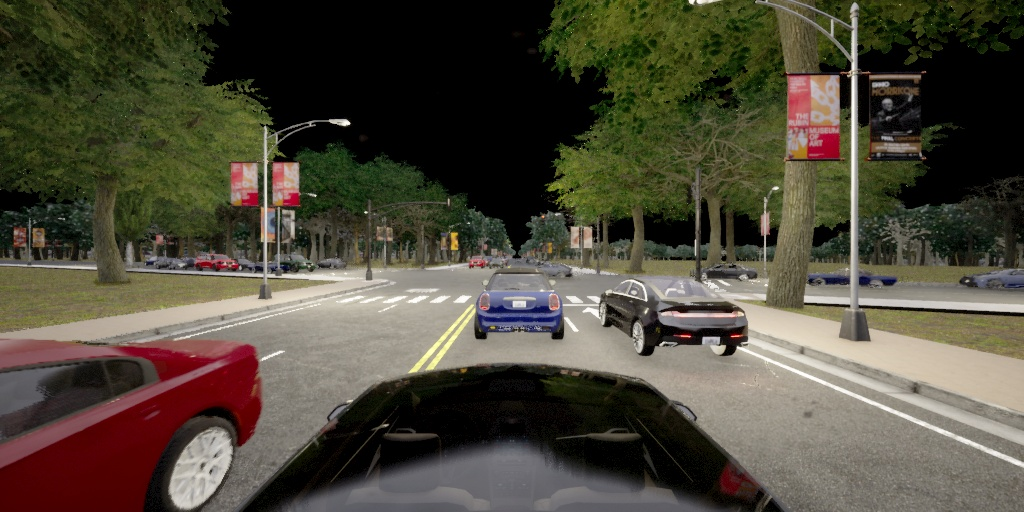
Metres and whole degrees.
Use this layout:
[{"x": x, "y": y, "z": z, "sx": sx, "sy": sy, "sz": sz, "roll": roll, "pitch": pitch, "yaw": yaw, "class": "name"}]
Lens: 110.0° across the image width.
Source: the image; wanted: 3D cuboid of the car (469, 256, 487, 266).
[{"x": -5.616, "y": 0.978, "z": 57.984, "sx": 2.150, "sy": 2.045, "sz": 5.566, "roll": 0, "pitch": 0, "yaw": 1, "class": "car"}]

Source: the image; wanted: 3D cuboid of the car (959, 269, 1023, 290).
[{"x": 32.420, "y": 1.506, "z": 23.282, "sx": 4.181, "sy": 1.385, "sz": 1.994, "roll": 0, "pitch": 0, "yaw": 24, "class": "car"}]

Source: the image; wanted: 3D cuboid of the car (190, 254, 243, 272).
[{"x": -35.091, "y": 0.796, "z": 42.535, "sx": 5.566, "sy": 2.045, "sz": 2.150, "roll": 0, "pitch": 0, "yaw": 24, "class": "car"}]

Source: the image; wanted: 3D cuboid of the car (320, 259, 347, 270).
[{"x": -24.735, "y": 1.098, "z": 48.784, "sx": 4.902, "sy": 1.511, "sz": 2.128, "roll": 0, "pitch": 0, "yaw": 24, "class": "car"}]

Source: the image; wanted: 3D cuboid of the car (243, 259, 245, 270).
[{"x": -34.693, "y": 1.074, "z": 45.925, "sx": 4.892, "sy": 1.490, "sz": 1.837, "roll": 0, "pitch": 0, "yaw": 24, "class": "car"}]

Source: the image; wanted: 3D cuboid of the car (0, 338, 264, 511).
[{"x": -3.373, "y": 1.227, "z": 1.391, "sx": 1.882, "sy": 1.535, "sz": 5.008, "roll": 0, "pitch": 0, "yaw": 1, "class": "car"}]

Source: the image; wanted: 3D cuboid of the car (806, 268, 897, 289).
[{"x": 22.364, "y": 1.490, "z": 24.211, "sx": 4.718, "sy": 1.301, "sz": 1.895, "roll": 0, "pitch": 0, "yaw": 24, "class": "car"}]

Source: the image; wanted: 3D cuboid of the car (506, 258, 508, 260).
[{"x": -2.194, "y": 1.359, "z": 64.907, "sx": 1.895, "sy": 1.301, "sz": 4.718, "roll": 0, "pitch": 0, "yaw": 1, "class": "car"}]

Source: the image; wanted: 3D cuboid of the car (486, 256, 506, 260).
[{"x": -2.387, "y": 1.108, "z": 55.916, "sx": 2.097, "sy": 1.767, "sz": 4.553, "roll": 0, "pitch": 0, "yaw": 1, "class": "car"}]

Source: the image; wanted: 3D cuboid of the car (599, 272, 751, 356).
[{"x": 3.430, "y": 1.242, "z": 8.582, "sx": 2.128, "sy": 1.511, "sz": 4.902, "roll": 0, "pitch": 0, "yaw": 0, "class": "car"}]

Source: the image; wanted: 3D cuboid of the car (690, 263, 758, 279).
[{"x": 17.551, "y": 1.356, "z": 29.919, "sx": 4.892, "sy": 1.490, "sz": 1.837, "roll": 0, "pitch": 0, "yaw": 24, "class": "car"}]

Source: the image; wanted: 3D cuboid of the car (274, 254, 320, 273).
[{"x": -25.532, "y": 0.840, "z": 41.835, "sx": 5.566, "sy": 2.045, "sz": 2.150, "roll": 0, "pitch": 0, "yaw": 24, "class": "car"}]

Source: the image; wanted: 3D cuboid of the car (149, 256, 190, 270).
[{"x": -44.284, "y": 1.020, "z": 46.655, "sx": 4.902, "sy": 1.511, "sz": 2.128, "roll": 0, "pitch": 0, "yaw": 24, "class": "car"}]

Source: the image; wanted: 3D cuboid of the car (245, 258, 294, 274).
[{"x": -26.025, "y": 1.225, "z": 38.478, "sx": 4.718, "sy": 1.301, "sz": 1.895, "roll": 0, "pitch": 0, "yaw": 27, "class": "car"}]

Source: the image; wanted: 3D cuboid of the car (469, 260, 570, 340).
[{"x": 0.194, "y": 1.102, "z": 10.170, "sx": 2.097, "sy": 1.767, "sz": 4.553, "roll": 0, "pitch": 0, "yaw": 1, "class": "car"}]

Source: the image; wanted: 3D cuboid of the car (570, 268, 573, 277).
[{"x": 3.446, "y": 1.337, "z": 32.652, "sx": 4.181, "sy": 1.385, "sz": 1.994, "roll": 0, "pitch": 0, "yaw": 24, "class": "car"}]
